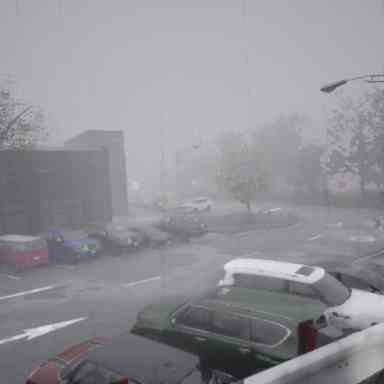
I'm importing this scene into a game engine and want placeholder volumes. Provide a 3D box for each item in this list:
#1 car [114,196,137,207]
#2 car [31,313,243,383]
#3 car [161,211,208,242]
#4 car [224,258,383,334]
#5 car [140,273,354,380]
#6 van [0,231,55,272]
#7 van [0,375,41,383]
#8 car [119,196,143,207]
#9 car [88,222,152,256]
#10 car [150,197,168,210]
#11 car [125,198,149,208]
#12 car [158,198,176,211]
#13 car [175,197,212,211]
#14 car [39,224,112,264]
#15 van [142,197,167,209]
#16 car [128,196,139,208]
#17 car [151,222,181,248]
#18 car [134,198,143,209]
[{"bbox_3d":[-14.114,1.950,70.941,2.185,1.767,4.553,-1,4,37],"label":"car"},{"bbox_3d":[-1.529,3.956,6.976,4.553,1.767,2.185,0,4,35],"label":"car"},{"bbox_3d":[-1.317,2.934,27.830,5.566,2.045,2.435,-2,2,35],"label":"car"},{"bbox_3d":[3.422,3.411,10.429,5.566,2.045,2.435,-1,3,35],"label":"car"},{"bbox_3d":[0.891,3.622,8.721,5.566,2.045,2.435,-1,4,35],"label":"car"},{"bbox_3d":[-11.083,3.782,21.151,4.442,1.987,1.878,-2,2,35],"label":"van"},{"bbox_3d":[-3.934,4.063,5.212,4.442,1.987,1.878,-1,3,35],"label":"van"},{"bbox_3d":[-12.470,1.963,68.430,2.185,1.767,4.553,-1,4,37],"label":"car"},{"bbox_3d":[-6.112,3.341,24.443,5.566,2.045,2.435,-2,2,35],"label":"car"},{"bbox_3d":[-4.247,2.203,55.858,2.002,1.452,4.674,-2,3,37],"label":"car"},{"bbox_3d":[-10.839,2.145,65.902,2.002,1.452,4.674,-2,3,37],"label":"car"},{"bbox_3d":[-2.481,2.160,53.499,1.946,1.575,5.366,-2,3,37],"label":"car"},{"bbox_3d":[0.698,1.957,48.295,2.435,2.045,5.566,-1,4,37],"label":"car"},{"bbox_3d":[-8.537,3.546,22.760,5.566,2.045,2.435,-2,2,35],"label":"car"},{"bbox_3d":[-5.976,1.933,58.259,1.878,1.987,4.442,-1,4,37],"label":"van"},{"bbox_3d":[-9.227,1.997,63.361,2.185,1.767,4.553,-2,3,37],"label":"car"},{"bbox_3d":[-3.668,3.416,26.147,4.792,1.488,2.163,-2,2,35],"label":"car"},{"bbox_3d":[-7.537,2.133,60.879,2.097,1.535,5.008,-1,4,37],"label":"car"}]
